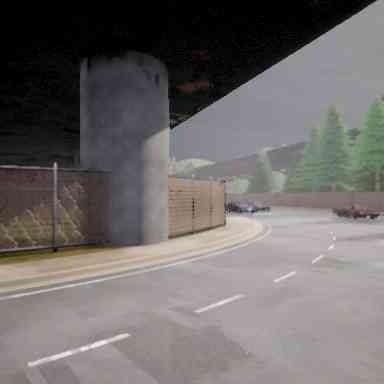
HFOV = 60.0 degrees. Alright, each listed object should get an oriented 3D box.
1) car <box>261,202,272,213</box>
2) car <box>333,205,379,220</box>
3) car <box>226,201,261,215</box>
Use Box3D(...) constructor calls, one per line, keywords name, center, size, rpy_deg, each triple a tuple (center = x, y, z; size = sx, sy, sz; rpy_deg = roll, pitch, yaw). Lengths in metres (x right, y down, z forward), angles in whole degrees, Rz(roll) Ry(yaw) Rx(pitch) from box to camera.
Box3D(name="car", center=(8.027, 1.872, 42.429), size=(2.033, 1.411, 5.357), rpy_deg=(0, -1, -19))
Box3D(name="car", center=(14.571, 1.781, 29.871), size=(1.895, 1.301, 4.718), rpy_deg=(0, 0, -2))
Box3D(name="car", center=(5.590, 1.796, 38.555), size=(2.128, 1.511, 4.902), rpy_deg=(0, -1, -17))
